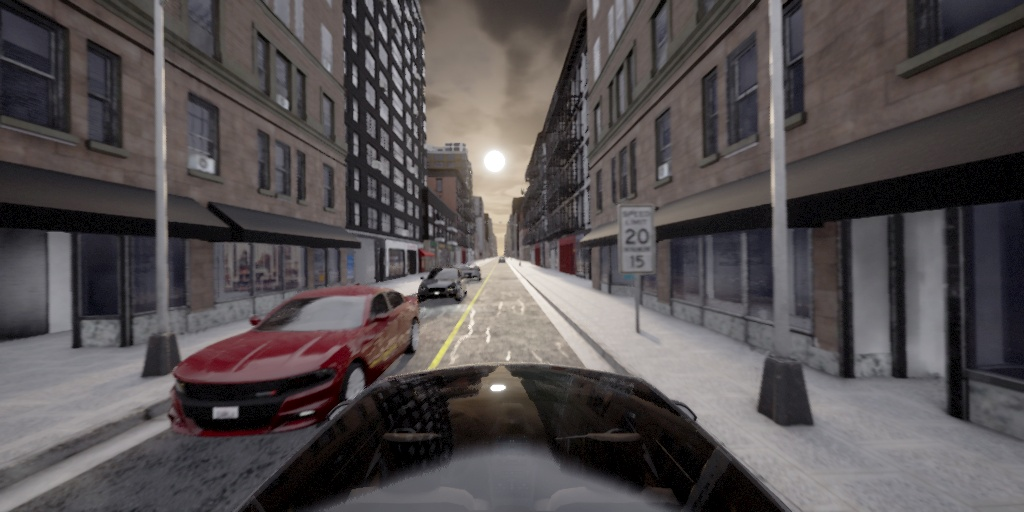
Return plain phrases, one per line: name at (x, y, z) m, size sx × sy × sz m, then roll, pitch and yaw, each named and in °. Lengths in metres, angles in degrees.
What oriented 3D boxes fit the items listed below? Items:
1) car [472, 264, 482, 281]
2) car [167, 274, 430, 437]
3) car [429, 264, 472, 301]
car at (-3.585, 1.346, 30.473) m, size 1.994 × 1.385 × 4.181 m, roll -1°, pitch 0°, yaw -1°
car at (-2.909, 1.276, 6.046) m, size 1.882 × 1.535 × 5.008 m, roll -1°, pitch 0°, yaw -2°
car at (-3.235, 1.298, 17.531) m, size 1.837 × 1.490 × 4.892 m, roll -1°, pitch 1°, yaw -1°
